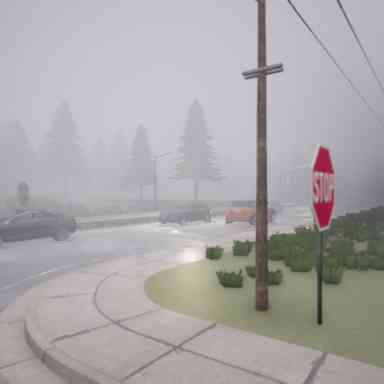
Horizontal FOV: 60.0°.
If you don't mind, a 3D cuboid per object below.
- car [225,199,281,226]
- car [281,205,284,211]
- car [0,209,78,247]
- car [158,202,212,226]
[{"bbox_3d":[4.281,1.348,23.761,2.097,1.767,4.553,0,0,37],"label":"car"},{"bbox_3d":[7.860,1.595,34.762,1.895,1.301,4.718,0,0,37],"label":"car"},{"bbox_3d":[-7.336,1.486,14.293,2.128,1.511,4.902,0,0,37],"label":"car"},{"bbox_3d":[-0.394,1.500,23.649,1.837,1.490,4.892,0,0,37],"label":"car"}]
